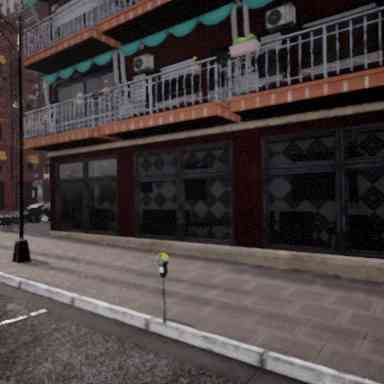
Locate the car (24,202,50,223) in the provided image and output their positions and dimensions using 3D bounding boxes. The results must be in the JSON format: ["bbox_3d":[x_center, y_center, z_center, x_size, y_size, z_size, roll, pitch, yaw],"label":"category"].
[{"bbox_3d":[-9.641,1.388,23.291,2.008,1.369,4.403,-1,-1,36],"label":"car"}]
